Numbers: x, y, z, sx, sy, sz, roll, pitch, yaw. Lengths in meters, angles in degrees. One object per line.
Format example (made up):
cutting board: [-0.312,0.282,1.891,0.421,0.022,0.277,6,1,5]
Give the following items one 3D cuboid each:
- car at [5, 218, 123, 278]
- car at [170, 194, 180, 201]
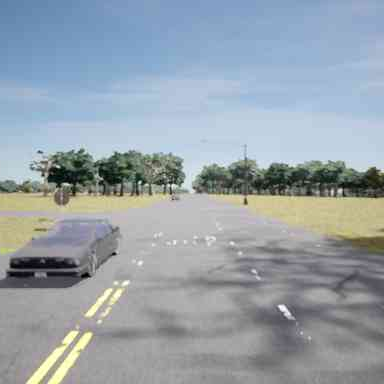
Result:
car: [-3.497,1.539,10.357,2.033,1.411,5.357,0,0,0]
car: [-3.690,1.264,73.416,2.128,1.511,4.902,0,0,0]
